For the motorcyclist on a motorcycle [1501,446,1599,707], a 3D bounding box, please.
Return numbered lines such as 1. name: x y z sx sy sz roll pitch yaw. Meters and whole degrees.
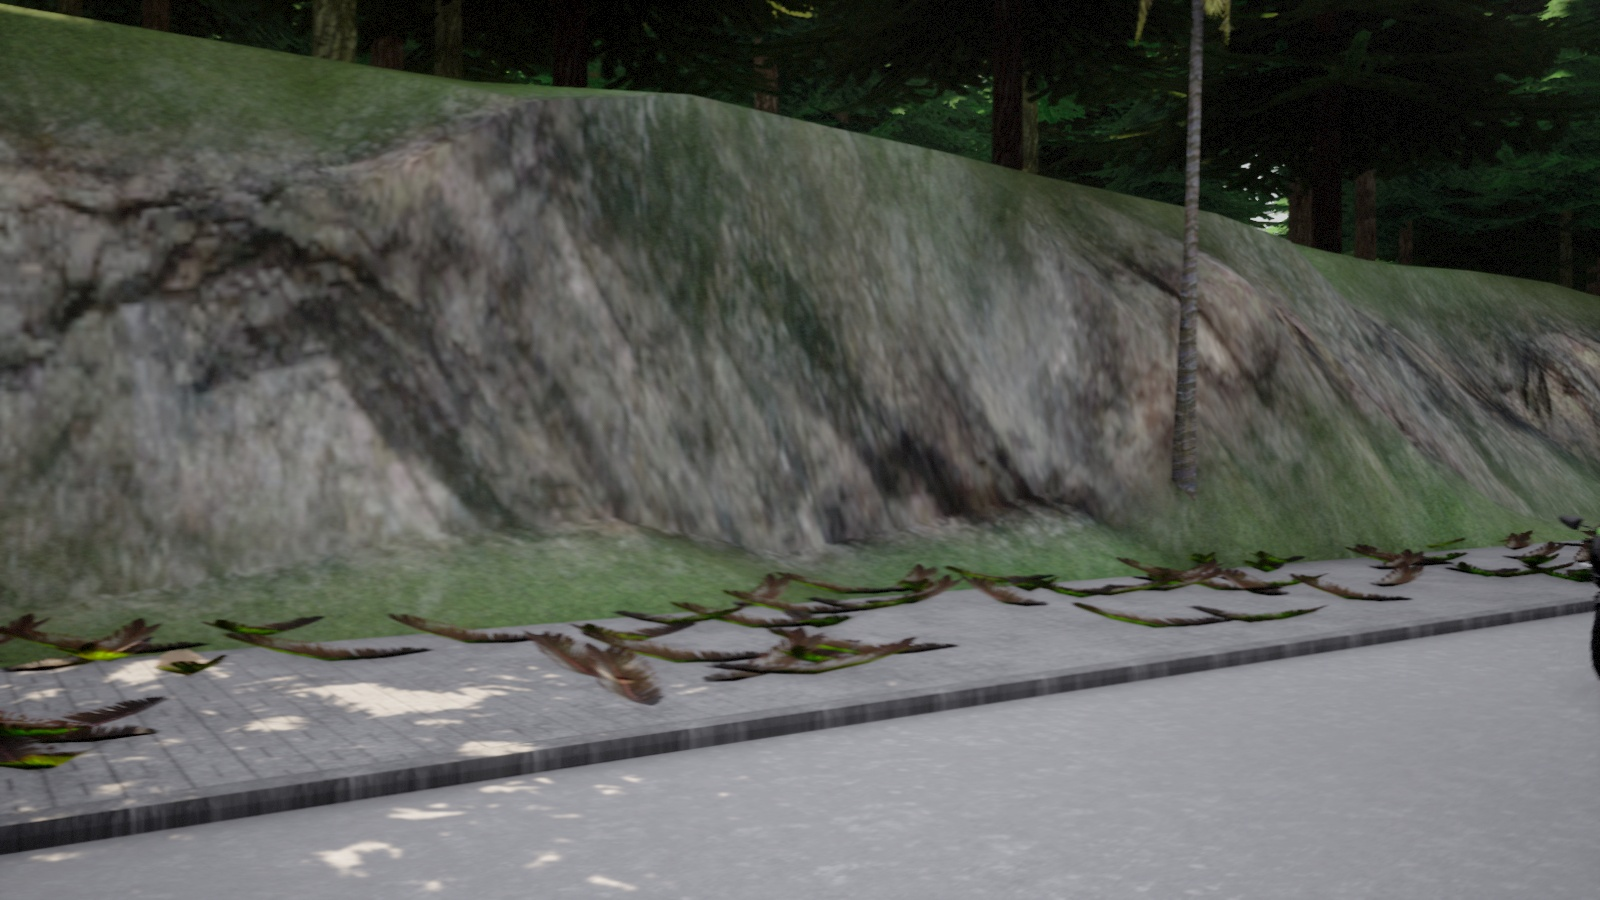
1. motorcyclist on a motorcycle: 5.408 0.735 8.025 2.044 1.523 0.797 0 0 -35
